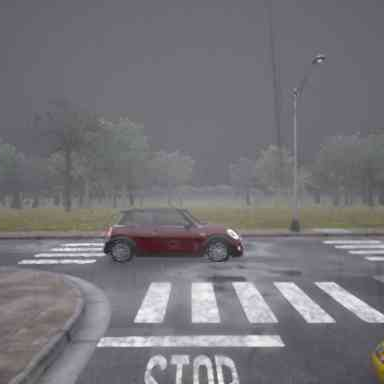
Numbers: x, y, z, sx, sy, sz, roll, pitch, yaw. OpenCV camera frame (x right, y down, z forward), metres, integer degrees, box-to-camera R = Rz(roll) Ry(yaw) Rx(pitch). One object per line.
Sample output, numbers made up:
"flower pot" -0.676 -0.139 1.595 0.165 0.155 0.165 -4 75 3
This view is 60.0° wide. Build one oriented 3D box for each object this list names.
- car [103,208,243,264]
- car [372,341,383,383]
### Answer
"car" -0.584 1.347 11.347 4.553 1.767 2.097 0 0 0
"car" 2.633 1.526 1.371 1.752 1.417 4.829 0 0 0
